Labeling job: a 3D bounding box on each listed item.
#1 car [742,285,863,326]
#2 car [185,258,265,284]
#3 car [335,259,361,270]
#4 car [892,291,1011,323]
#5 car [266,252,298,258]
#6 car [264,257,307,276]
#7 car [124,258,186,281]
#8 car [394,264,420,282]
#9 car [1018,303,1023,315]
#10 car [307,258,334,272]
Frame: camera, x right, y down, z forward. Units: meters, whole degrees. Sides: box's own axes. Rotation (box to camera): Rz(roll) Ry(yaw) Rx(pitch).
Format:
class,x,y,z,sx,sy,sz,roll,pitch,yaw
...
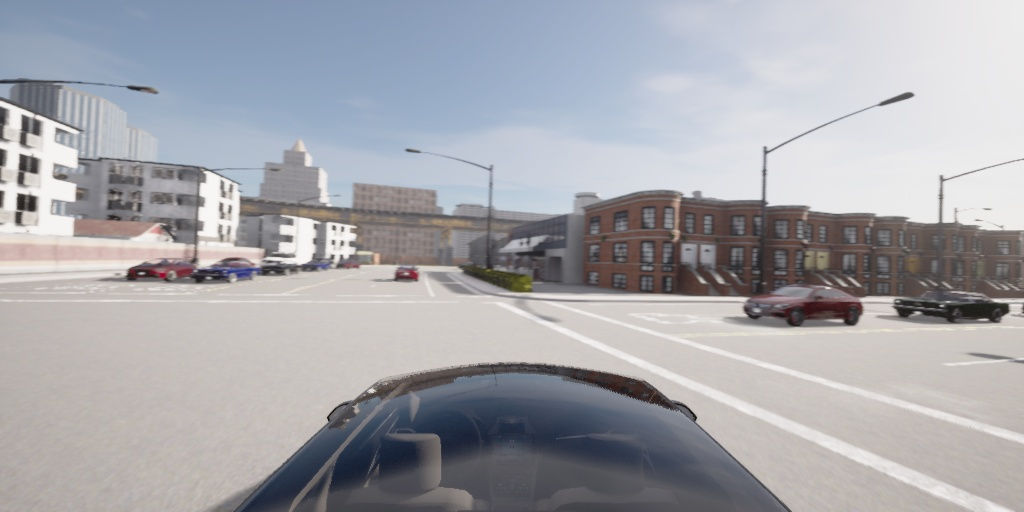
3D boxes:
class,x,y,z,sx,sy,sz,roll,pitch,yaw
car,11.339,1.845,13.948,4.674,1.442,1.812,2,-1,-16
car,-17.952,0.977,22.754,1.895,1.301,4.718,2,-1,-15
car,-23.222,1.182,50.935,1.994,1.385,4.181,2,-1,5
car,20.068,2.281,16.444,4.718,1.301,1.895,2,-1,-16
car,-25.697,0.579,40.010,2.150,2.045,5.566,2,-1,-11
car,-20.204,1.032,31.643,1.895,1.301,4.718,2,-1,-13
car,-21.421,0.804,22.188,1.994,1.385,4.181,2,-1,-15
car,-8.958,1.395,30.716,1.994,1.385,4.181,2,-1,-14
car,29.882,2.610,19.226,4.674,1.442,1.812,2,-1,-16
car,-22.322,1.097,40.877,1.895,1.301,4.718,2,-1,-11
